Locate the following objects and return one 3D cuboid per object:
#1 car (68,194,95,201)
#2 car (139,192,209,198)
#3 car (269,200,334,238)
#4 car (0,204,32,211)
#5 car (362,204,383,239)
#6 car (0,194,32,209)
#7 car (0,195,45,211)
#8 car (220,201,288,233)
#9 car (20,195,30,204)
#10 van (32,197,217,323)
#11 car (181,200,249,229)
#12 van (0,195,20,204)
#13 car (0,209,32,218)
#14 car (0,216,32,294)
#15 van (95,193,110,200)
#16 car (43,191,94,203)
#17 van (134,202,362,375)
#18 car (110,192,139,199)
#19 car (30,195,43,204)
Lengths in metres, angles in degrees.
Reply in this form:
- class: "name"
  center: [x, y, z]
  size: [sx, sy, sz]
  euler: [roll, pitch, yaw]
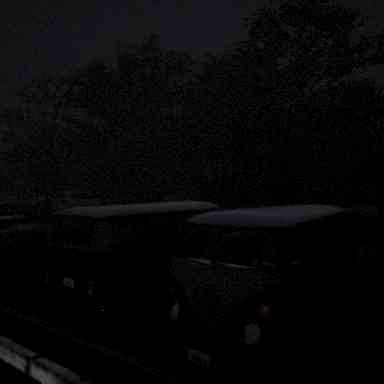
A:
- class: "car"
  center: [-7.347, 1.231, 28.059]
  size: [1.946, 1.575, 5.366]
  euler: [1, 1, 35]
- class: "car"
  center: [-0.679, 1.053, 23.063]
  size: [2.435, 2.045, 5.566]
  euler: [0, 1, 35]
- class: "car"
  center: [6.238, 1.343, 18.419]
  size: [1.946, 1.575, 5.366]
  euler: [0, 1, 35]
- class: "car"
  center: [-7.722, 1.411, 12.068]
  size: [2.231, 1.521, 4.892]
  euler: [0, 1, 35]
- class: "car"
  center: [8.393, 1.355, 16.657]
  size: [2.097, 1.535, 5.008]
  euler: [0, 1, 35]
- class: "car"
  center: [-21.035, 1.088, 37.549]
  size: [2.231, 1.521, 4.892]
  euler: [1, 1, 35]
- class: "car"
  center: [-18.881, 1.110, 35.787]
  size: [1.946, 1.575, 5.366]
  euler: [1, 1, 35]
- class: "car"
  center: [3.853, 1.369, 19.849]
  size: [2.163, 1.488, 4.792]
  euler: [0, 1, 35]
- class: "car"
  center: [-14.229, 1.036, 32.750]
  size: [2.185, 1.767, 4.553]
  euler: [1, 1, 35]
- class: "van"
  center: [-0.796, 1.223, 7.287]
  size: [1.878, 1.987, 4.442]
  euler: [0, 1, 35]
- class: "car"
  center: [1.617, 1.352, 21.507]
  size: [2.163, 1.488, 4.792]
  euler: [0, 1, 35]
- class: "van"
  center: [-9.947, 1.164, 13.780]
  size: [1.878, 1.987, 4.442]
  euler: [0, 1, 35]
- class: "car"
  center: [-5.441, 1.468, 10.439]
  size: [2.002, 1.452, 4.674]
  euler: [0, 1, 35]
- class: "car"
  center: [-3.132, 1.471, 8.840]
  size: [2.163, 1.488, 4.792]
  euler: [0, 1, 35]
- class: "van"
  center: [-5.124, 1.034, 26.395]
  size: [1.878, 1.987, 4.442]
  euler: [1, 1, 35]
- class: "car"
  center: [-9.701, 0.959, 29.534]
  size: [2.435, 2.045, 5.566]
  euler: [1, 1, 35]
- class: "van"
  center: [1.354, 1.233, 5.476]
  size: [1.878, 1.987, 4.442]
  euler: [0, 0, 35]
- class: "car"
  center: [-2.910, 1.033, 24.716]
  size: [2.435, 2.045, 5.566]
  euler: [1, 1, 35]
- class: "car"
  center: [-11.999, 1.216, 31.096]
  size: [2.163, 1.488, 4.792]
  euler: [1, 1, 35]
